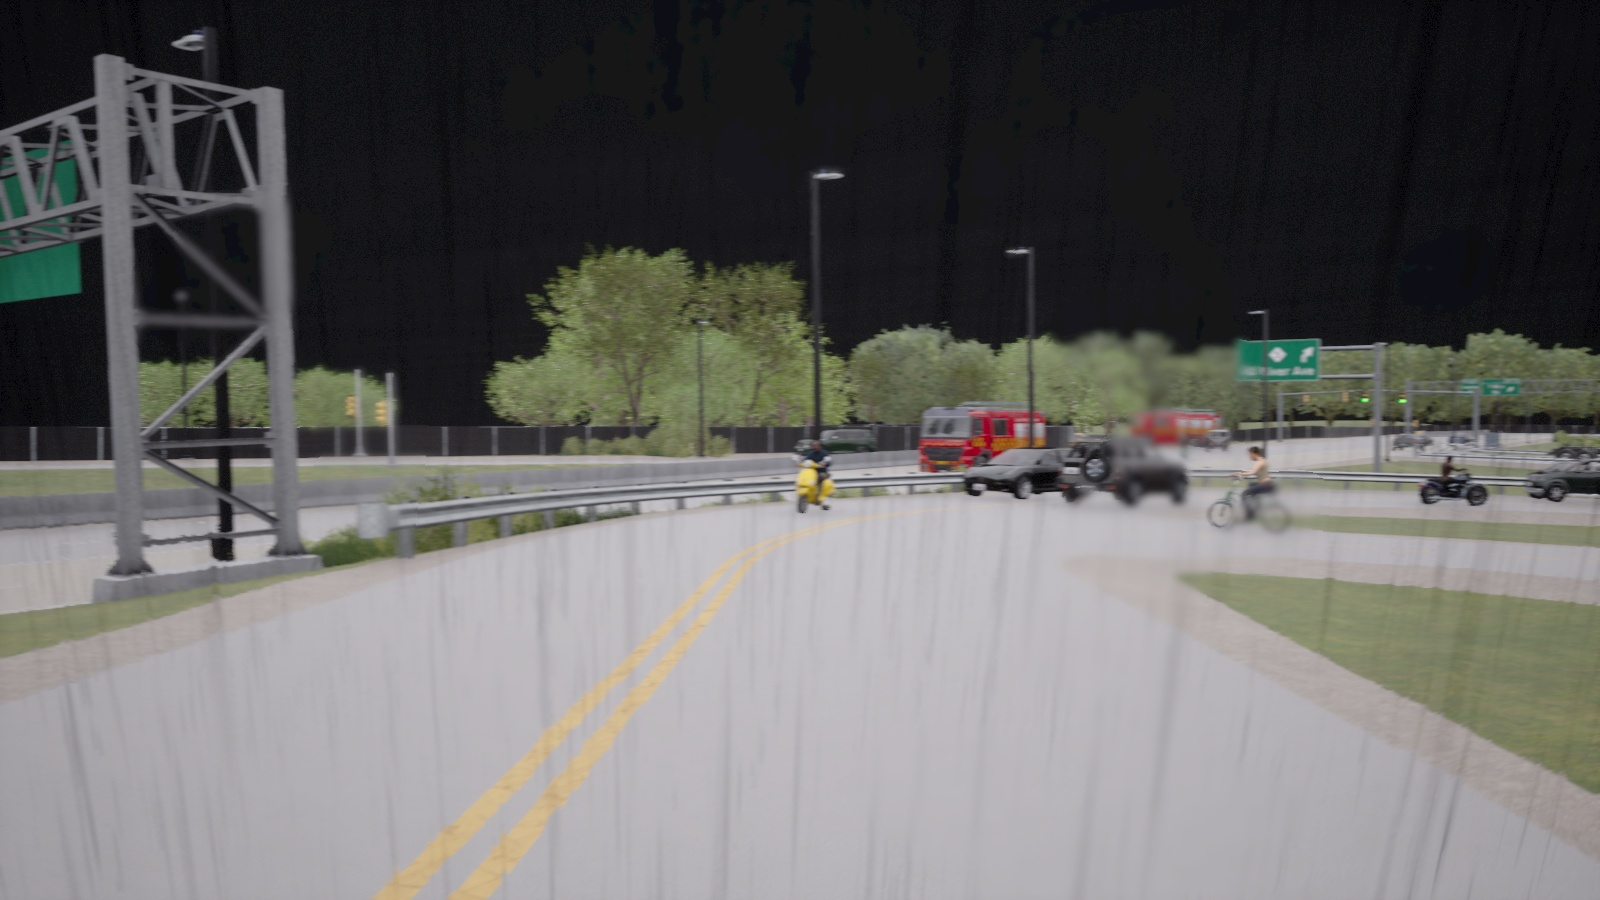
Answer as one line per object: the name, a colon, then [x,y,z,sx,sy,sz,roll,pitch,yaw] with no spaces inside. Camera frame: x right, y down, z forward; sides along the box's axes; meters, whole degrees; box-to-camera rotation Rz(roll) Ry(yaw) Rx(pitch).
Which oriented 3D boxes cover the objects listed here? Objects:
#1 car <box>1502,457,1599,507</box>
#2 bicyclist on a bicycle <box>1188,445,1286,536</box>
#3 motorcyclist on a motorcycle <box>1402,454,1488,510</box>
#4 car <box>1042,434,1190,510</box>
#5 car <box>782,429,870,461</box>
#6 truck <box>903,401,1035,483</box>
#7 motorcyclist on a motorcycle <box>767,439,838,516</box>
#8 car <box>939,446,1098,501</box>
car: [27.194,1.125,44.337,3.705,1.549,1.789,3,2,7]
bicyclist on a bicycle: [8.215,0.744,23.622,1.509,1.612,0.866,2,1,34]
motorcyclist on a motorcycle: [20.514,1.015,39.970,2.350,1.649,0.766,2,2,-10]
car: [8.489,0.569,33.468,1.932,1.855,4.605,2,0,40]
car: [1.724,-0.356,83.602,5.566,2.045,2.150,0,2,-32]
truck: [8.631,-0.479,63.120,2.891,3.827,8.468,1,2,36]
motorcyclist on a motorcycle: [0.072,0.574,27.136,0.866,1.590,1.817,1,1,23]
car: [6.482,0.661,36.934,4.792,1.488,2.163,1,1,-44]
